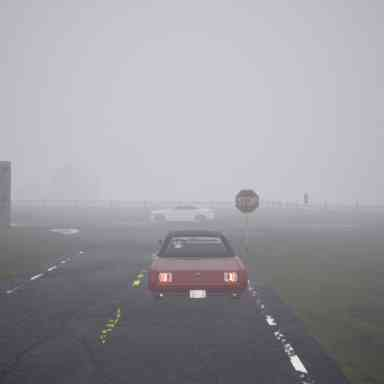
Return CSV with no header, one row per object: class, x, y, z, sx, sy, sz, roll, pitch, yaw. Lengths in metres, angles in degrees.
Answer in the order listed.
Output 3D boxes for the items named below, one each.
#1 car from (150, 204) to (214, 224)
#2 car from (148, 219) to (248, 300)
car,-0.716,1.565,24.211,4.674,1.442,1.812,1,-1,0
car,0.074,1.603,8.386,1.895,1.301,4.718,0,0,-1
